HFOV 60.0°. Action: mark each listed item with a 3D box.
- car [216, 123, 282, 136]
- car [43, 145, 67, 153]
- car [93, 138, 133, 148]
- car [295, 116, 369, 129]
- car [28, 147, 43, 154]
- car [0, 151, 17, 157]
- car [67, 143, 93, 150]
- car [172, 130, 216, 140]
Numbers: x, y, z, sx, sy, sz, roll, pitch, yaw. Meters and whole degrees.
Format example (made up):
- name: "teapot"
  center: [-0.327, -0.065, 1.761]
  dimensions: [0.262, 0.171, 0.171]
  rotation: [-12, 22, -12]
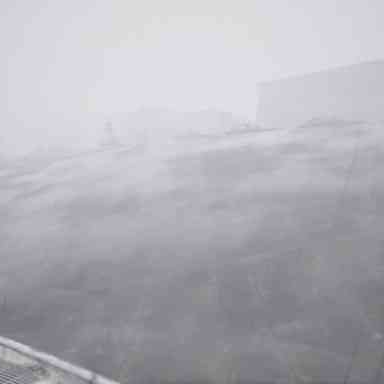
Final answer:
- name: "car"
  center: [4.668, -4.375, 24.948]
  dimensions: [4.892, 1.521, 2.231]
  rotation: [2, 2, 40]
- name: "car"
  center: [-16.586, -5.275, 42.582]
  dimensions: [4.553, 1.767, 2.185]
  rotation: [2, 1, 40]
- name: "car"
  center: [-7.995, -4.969, 35.450]
  dimensions: [4.553, 1.767, 2.185]
  rotation: [2, 1, 40]
- name: "car"
  center: [9.005, -4.152, 21.495]
  dimensions: [4.674, 1.452, 2.002]
  rotation: [2, 2, 38]
- name: "car"
  center: [-20.832, -5.422, 46.107]
  dimensions: [4.553, 1.767, 2.185]
  rotation: [2, 1, 40]
- name: "car"
  center: [-29.308, -5.578, 53.144]
  dimensions: [4.892, 1.521, 2.231]
  rotation: [2, 1, 40]
- name: "car"
  center: [-12.223, -4.954, 38.961]
  dimensions: [4.674, 1.452, 2.002]
  rotation: [2, 1, 40]
- name: "car"
  center: [0.418, -4.541, 28.466]
  dimensions: [4.892, 1.521, 2.231]
  rotation: [2, 1, 40]
